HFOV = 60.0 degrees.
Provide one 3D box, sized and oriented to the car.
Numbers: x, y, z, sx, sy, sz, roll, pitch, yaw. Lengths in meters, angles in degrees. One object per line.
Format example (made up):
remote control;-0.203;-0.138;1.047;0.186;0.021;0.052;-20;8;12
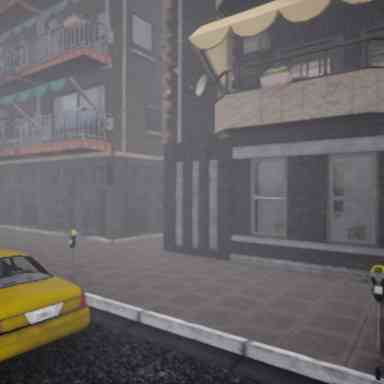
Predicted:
car;-3.738;1.487;5.543;4.829;1.417;1.752;0;0;36
